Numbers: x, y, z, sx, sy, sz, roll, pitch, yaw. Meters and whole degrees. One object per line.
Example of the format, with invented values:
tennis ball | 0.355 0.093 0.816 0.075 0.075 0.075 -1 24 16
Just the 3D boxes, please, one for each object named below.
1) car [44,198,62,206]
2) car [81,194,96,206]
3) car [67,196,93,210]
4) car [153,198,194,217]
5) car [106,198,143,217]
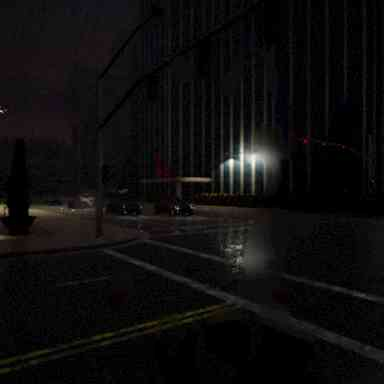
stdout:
car | -22.788 1.619 54.673 1.895 1.301 4.718 0 0 -36
car | -15.383 1.247 50.319 2.150 2.045 5.566 0 0 -36
car | -15.182 1.583 44.206 1.994 1.385 4.181 0 0 -36
car | -1.789 1.377 31.559 2.097 1.767 4.553 0 0 -36
car | -6.573 1.371 32.191 2.097 1.767 4.553 0 0 -36
